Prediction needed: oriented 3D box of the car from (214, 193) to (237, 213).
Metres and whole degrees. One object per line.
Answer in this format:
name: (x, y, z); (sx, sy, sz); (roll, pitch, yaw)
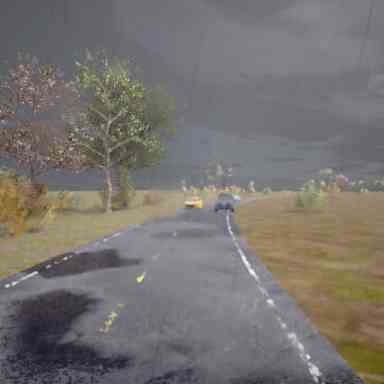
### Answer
car: (3.679, 1.324, 37.551); (2.097, 1.767, 4.553); (0, 0, 8)

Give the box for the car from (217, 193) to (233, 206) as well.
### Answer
car: (5.571, 1.174, 55.484); (2.150, 2.045, 5.566); (0, 0, 12)

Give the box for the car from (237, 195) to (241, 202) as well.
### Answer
car: (9.349, 1.375, 71.593); (1.812, 1.442, 4.674); (0, 0, 16)

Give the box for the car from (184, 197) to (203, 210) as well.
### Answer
car: (0.203, 1.441, 42.089); (1.882, 1.535, 5.008); (0, 0, 9)
